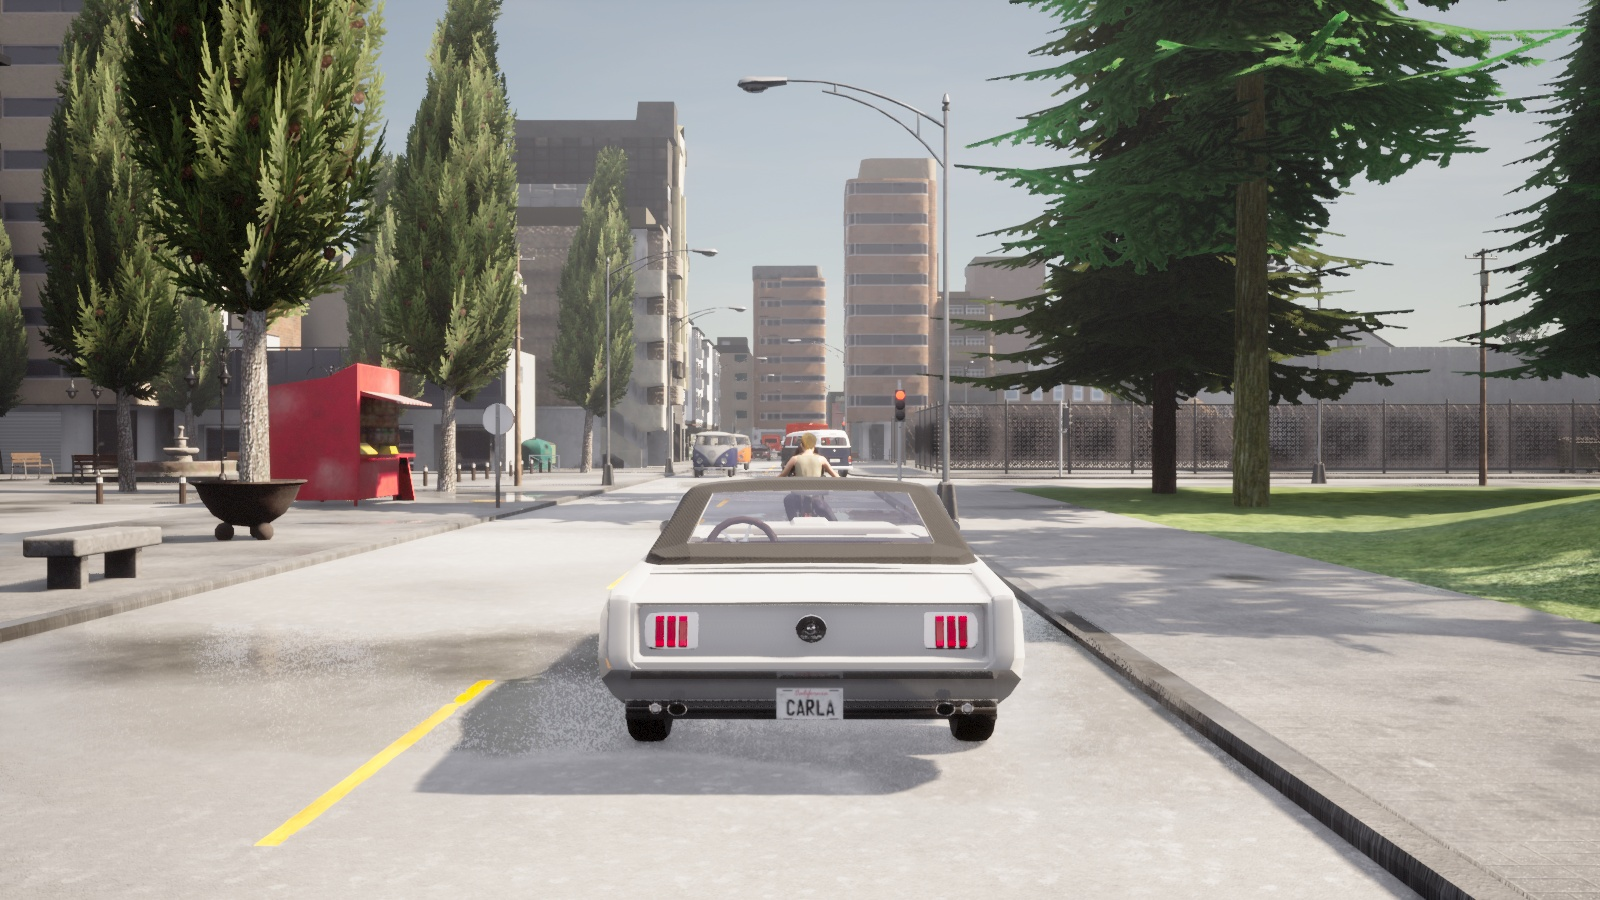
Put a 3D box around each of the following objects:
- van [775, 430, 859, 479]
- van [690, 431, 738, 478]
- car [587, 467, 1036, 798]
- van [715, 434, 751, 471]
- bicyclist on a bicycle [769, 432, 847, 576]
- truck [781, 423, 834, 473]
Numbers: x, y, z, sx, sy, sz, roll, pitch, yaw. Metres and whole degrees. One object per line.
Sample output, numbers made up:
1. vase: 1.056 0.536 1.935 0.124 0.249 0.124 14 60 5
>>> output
1. van: 0.672 0.166 53.992 2.069 2.038 4.480 0 0 -21
2. van: -3.719 0.185 55.088 1.775 1.987 4.442 0 0 0
3. car: 0.060 0.804 7.653 1.895 1.301 4.718 0 0 0
4. van: -3.659 0.105 69.257 1.775 1.987 4.442 0 0 0
5. bicyclist on a bicycle: 0.096 0.600 14.757 0.866 1.612 1.509 0 0 1
6. truck: 0.331 -0.102 64.214 2.627 2.467 5.204 0 0 -1
